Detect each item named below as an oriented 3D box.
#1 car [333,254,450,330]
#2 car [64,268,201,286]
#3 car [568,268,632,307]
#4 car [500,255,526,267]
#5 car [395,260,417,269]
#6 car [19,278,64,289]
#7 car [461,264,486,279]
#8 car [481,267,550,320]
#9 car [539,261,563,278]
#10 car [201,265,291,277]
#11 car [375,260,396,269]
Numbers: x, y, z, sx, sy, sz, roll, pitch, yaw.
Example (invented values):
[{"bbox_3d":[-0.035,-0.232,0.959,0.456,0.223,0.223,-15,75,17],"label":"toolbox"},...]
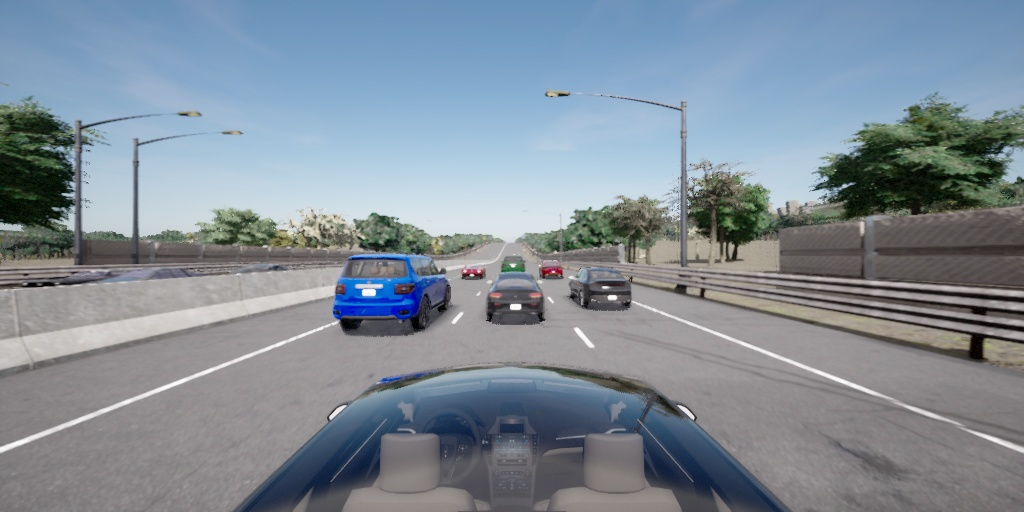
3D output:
[{"bbox_3d":[-3.399,0.965,11.199,2.150,2.045,5.566,0,0,0],"label":"car"},{"bbox_3d":[-17.598,1.288,17.653,2.033,1.411,5.357,0,0,0],"label":"car"},{"bbox_3d":[3.602,1.248,15.284,1.837,1.490,4.892,0,0,0],"label":"car"},{"bbox_3d":[0.103,0.975,33.160,2.150,2.045,5.566,0,0,0],"label":"car"},{"bbox_3d":[-17.527,1.375,59.308,2.128,1.511,4.902,0,0,1],"label":"car"},{"bbox_3d":[-21.097,1.341,18.201,1.895,1.301,4.718,0,0,0],"label":"car"},{"bbox_3d":[-3.397,1.353,32.694,1.895,1.301,4.718,0,0,0],"label":"car"},{"bbox_3d":[0.101,1.269,12.396,1.812,1.442,4.674,0,0,0],"label":"car"},{"bbox_3d":[3.603,1.234,33.670,1.882,1.535,5.008,0,0,0],"label":"car"},{"bbox_3d":[-14.096,1.245,19.908,1.837,1.490,4.892,0,0,0],"label":"car"},{"bbox_3d":[-21.028,1.411,59.640,1.812,1.442,4.674,0,0,1],"label":"car"}]
